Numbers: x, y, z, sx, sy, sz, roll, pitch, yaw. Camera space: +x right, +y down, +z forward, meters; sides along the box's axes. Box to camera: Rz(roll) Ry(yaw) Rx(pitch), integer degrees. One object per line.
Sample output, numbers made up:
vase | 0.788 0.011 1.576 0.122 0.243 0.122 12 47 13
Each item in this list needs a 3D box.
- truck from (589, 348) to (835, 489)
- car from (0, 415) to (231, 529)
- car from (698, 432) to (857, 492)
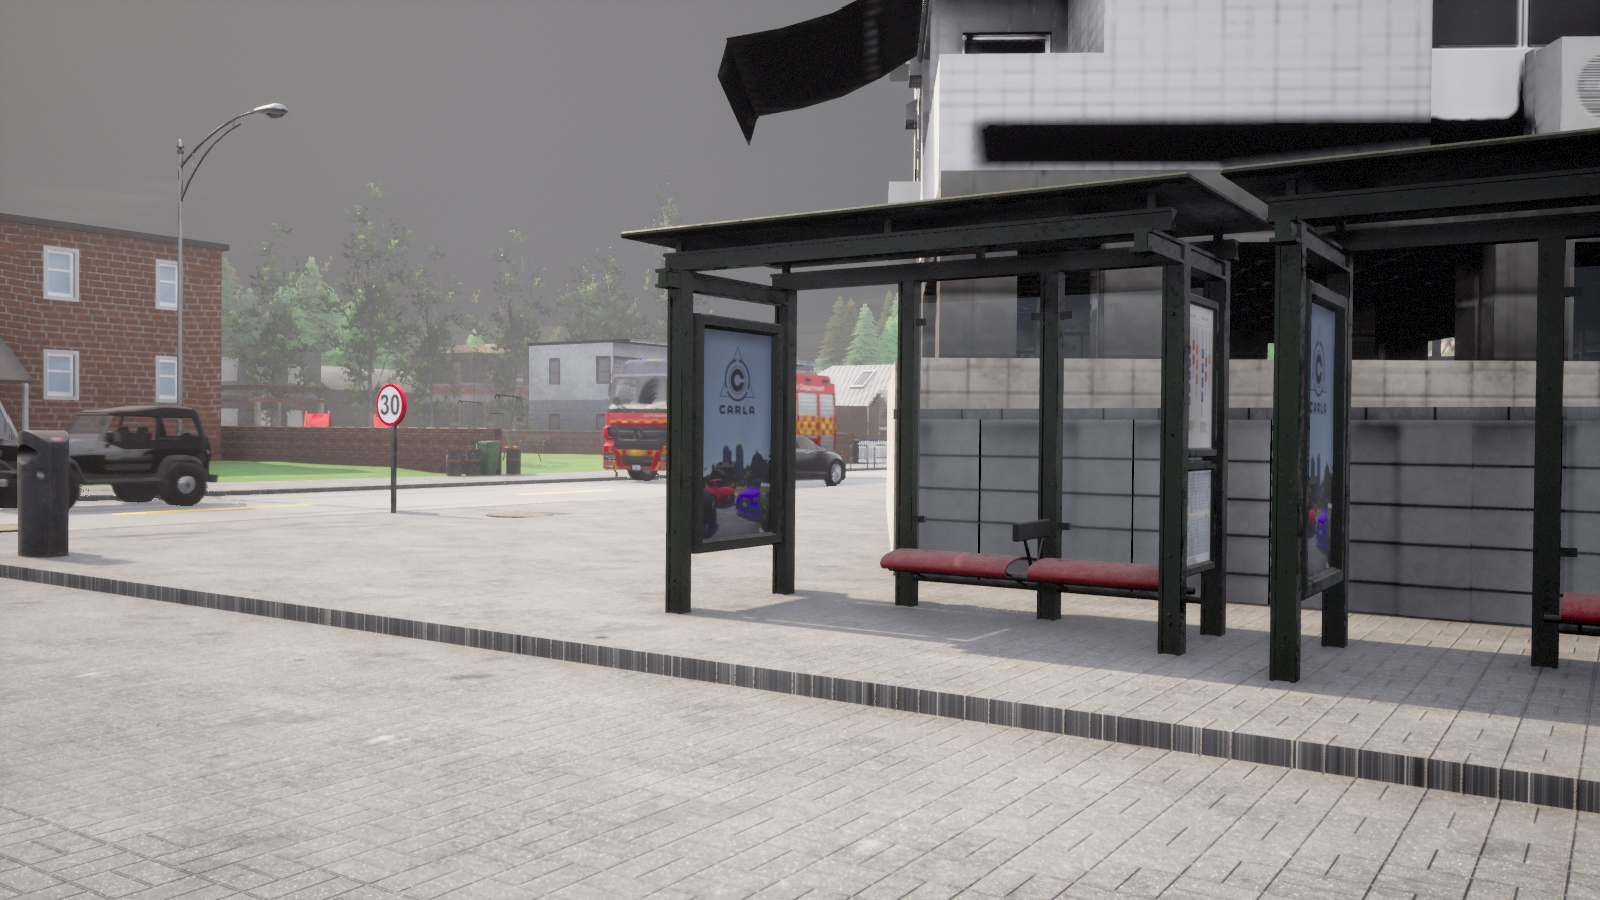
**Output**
truck | -2.430 -0.936 38.426 2.891 3.827 8.468 0 1 34
car | -12.741 0.330 22.883 1.905 1.878 3.866 0 1 34
car | -0.512 0.276 34.081 1.837 1.490 4.892 0 1 34
